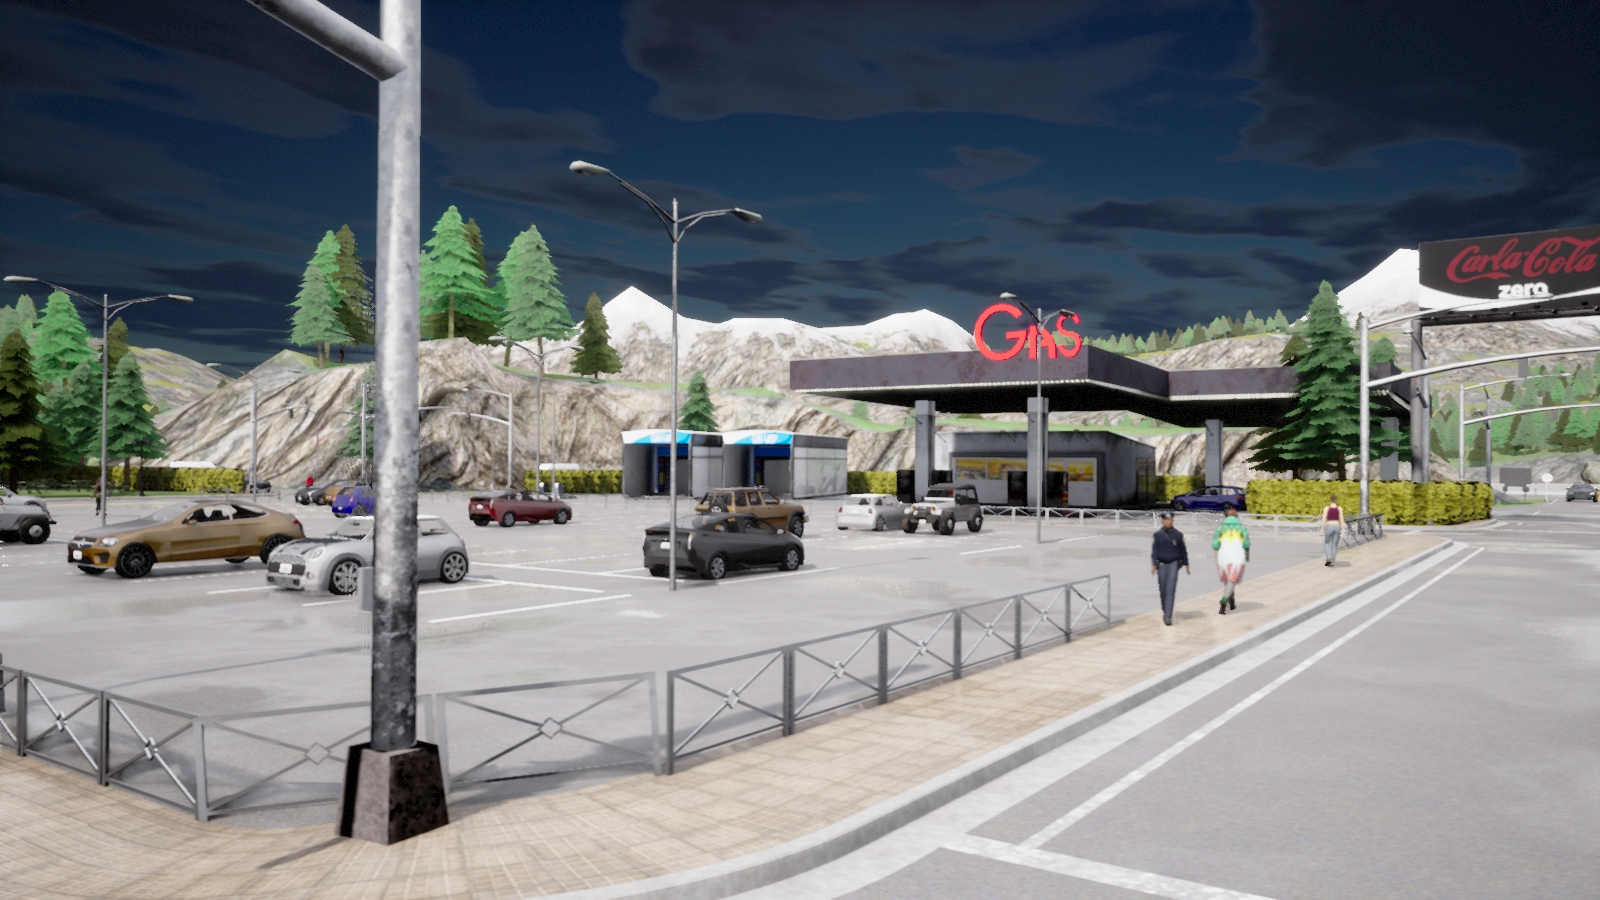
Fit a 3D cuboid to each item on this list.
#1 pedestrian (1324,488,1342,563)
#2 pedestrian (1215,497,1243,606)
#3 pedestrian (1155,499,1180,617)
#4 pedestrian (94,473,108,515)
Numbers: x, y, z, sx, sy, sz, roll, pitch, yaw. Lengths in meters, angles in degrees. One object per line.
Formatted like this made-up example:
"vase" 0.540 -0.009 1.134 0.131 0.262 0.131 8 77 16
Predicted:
"pedestrian" 13.313 1.881 28.559 0.375 1.860 0.375 0 -1 21
"pedestrian" 7.492 1.756 19.953 0.375 1.860 0.375 0 -1 32
"pedestrian" 5.920 1.731 18.393 0.375 1.860 0.375 0 -1 19
"pedestrian" -31.650 1.984 51.730 0.375 1.860 0.375 0 -1 28
